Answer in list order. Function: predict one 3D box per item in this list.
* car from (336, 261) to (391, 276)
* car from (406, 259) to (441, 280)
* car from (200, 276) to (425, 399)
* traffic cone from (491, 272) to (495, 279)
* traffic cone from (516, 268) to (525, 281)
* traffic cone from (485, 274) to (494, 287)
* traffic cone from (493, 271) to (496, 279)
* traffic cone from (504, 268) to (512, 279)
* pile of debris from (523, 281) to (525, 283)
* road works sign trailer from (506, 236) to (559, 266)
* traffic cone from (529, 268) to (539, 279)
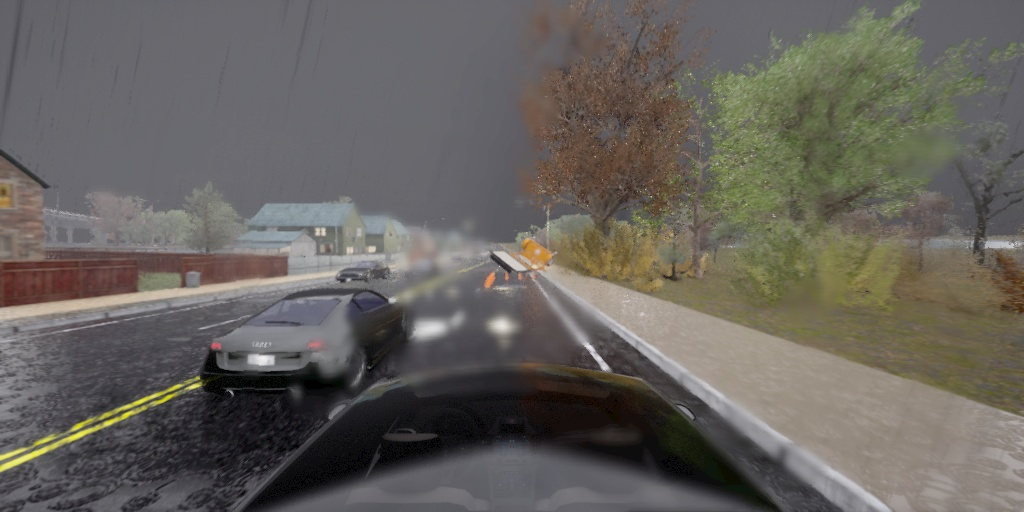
[{"bbox_3d":[-9.840,1.017,24.266,2.033,1.411,5.357,0,1,0],"label":"car"},{"bbox_3d":[-6.586,0.957,27.210,1.812,1.442,4.674,0,1,0],"label":"car"},{"bbox_3d":[-3.149,1.254,6.521,1.994,1.385,4.181,0,1,0],"label":"car"},{"bbox_3d":[-1.376,1.446,22.530,0.340,0.580,0.340,0,0,0],"label":"traffic cone"},{"bbox_3d":[0.624,1.395,26.529,0.340,0.580,0.340,0,0,0],"label":"traffic cone"},{"bbox_3d":[-1.376,1.471,20.530,0.340,0.580,0.340,0,0,0],"label":"traffic cone"},{"bbox_3d":[-1.375,1.421,24.529,0.340,0.580,0.340,0,0,0],"label":"traffic cone"},{"bbox_3d":[-0.375,1.396,26.529,0.340,0.580,0.340,0,0,0],"label":"traffic cone"},{"bbox_3d":[-0.015,1.681,20.542,1.860,0.140,1.500,0,0,0],"label":"pile of debris"},{"bbox_3d":[1.623,-1.322,23.155,2.380,3.560,2.880,0,0,41],"label":"road works sign trailer"},{"bbox_3d":[1.625,1.395,26.528,0.340,0.580,0.340,0,0,0],"label":"traffic cone"}]
